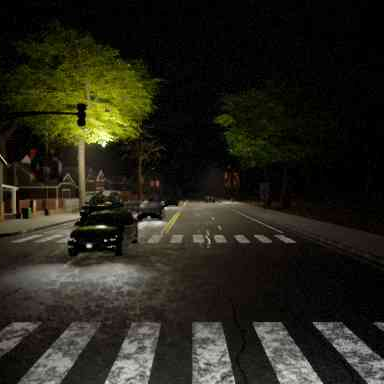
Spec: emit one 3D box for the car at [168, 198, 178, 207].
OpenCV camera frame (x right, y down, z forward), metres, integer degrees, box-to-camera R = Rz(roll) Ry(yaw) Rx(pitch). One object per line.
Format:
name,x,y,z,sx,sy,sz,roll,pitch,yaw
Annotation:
car,-3.072,1.557,49.659,1.994,1.385,4.181,0,0,1

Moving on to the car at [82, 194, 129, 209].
car,-6.484,1.213,24.679,2.150,2.045,5.566,0,0,0

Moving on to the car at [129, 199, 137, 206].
car,-6.415,1.538,36.998,2.033,1.411,5.357,0,0,0

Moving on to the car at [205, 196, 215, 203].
car,3.687,1.503,67.625,1.837,1.490,4.892,0,0,1

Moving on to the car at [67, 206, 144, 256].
car,-3.286,1.502,13.094,1.837,1.490,4.892,0,-1,0

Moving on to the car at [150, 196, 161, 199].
car,-6.236,1.486,56.309,2.128,1.511,4.902,0,0,1

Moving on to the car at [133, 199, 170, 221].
car,-3.214,1.538,27.588,2.033,1.411,5.357,0,0,0
